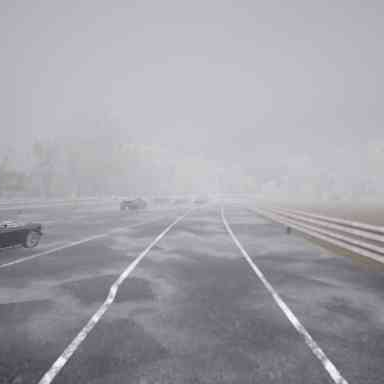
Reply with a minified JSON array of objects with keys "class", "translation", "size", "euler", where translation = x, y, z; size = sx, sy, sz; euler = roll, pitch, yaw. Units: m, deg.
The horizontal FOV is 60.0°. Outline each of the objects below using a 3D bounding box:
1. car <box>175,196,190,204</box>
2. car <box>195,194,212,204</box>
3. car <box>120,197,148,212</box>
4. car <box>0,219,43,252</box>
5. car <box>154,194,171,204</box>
[{"class":"car","translation":[-1.701,1.447,60.715],"size":[1.994,1.385,4.181],"euler":[0,0,12]},{"class":"car","translation":[1.880,1.448,60.751],"size":[1.994,1.385,4.181],"euler":[0,0,12]},{"class":"car","translation":[-6.284,1.347,36.518],"size":[1.837,1.490,4.892],"euler":[0,0,10]},{"class":"car","translation":[-6.823,1.401,10.553],"size":[1.895,1.301,4.718],"euler":[0,0,8]},{"class":"car","translation":[-5.300,1.234,60.629],"size":[2.097,1.767,4.553],"euler":[0,0,12]}]
